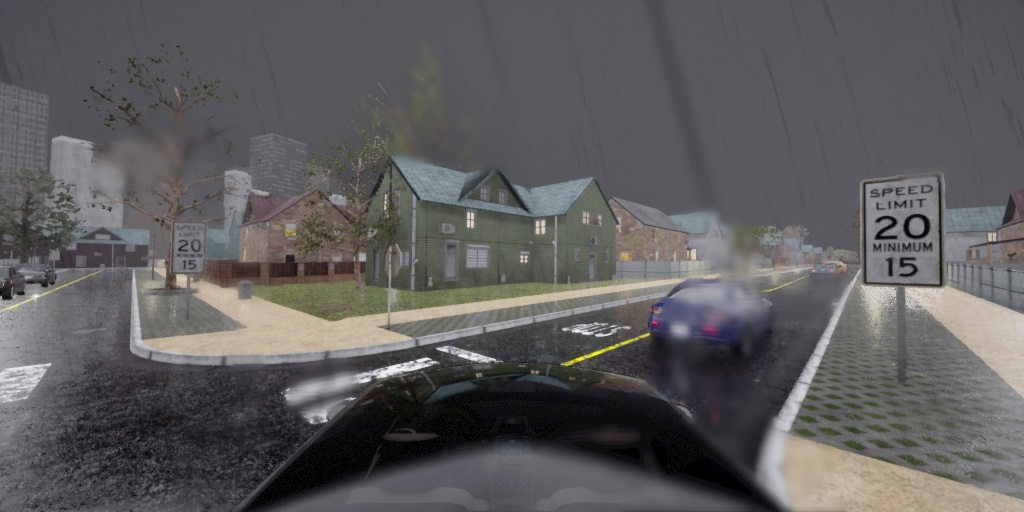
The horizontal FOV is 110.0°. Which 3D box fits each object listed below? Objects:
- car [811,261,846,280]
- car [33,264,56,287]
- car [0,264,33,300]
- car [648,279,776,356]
[{"bbox_3d":[27.673,1.304,31.561,5.357,1.411,2.033,0,0,-45],"label":"car"},{"bbox_3d":[-31.947,1.259,23.772,4.902,1.511,2.128,0,-2,43],"label":"car"},{"bbox_3d":[-24.617,1.240,16.814,4.892,1.490,1.837,0,-2,43],"label":"car"},{"bbox_3d":[4.905,1.273,8.637,1.812,1.442,4.674,-1,0,45],"label":"car"}]
